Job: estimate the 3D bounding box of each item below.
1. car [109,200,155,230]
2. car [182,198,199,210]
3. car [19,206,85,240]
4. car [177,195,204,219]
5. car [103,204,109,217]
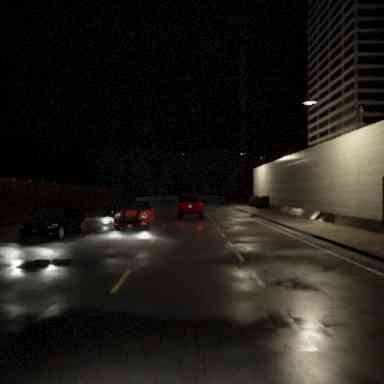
[{"bbox_3d":[-3.634,1.397,21.603,2.097,1.767,4.553,0,0,0],"label":"car"},{"bbox_3d":[-0.224,1.583,45.033,2.128,1.511,4.902,0,0,0],"label":"car"},{"bbox_3d":[-7.198,1.521,17.626,1.882,1.535,5.008,0,0,0],"label":"car"},{"bbox_3d":[-0.109,1.279,29.479,2.150,2.045,5.566,0,-1,1],"label":"car"},{"bbox_3d":[-7.206,1.637,32.215,1.994,1.385,4.181,0,0,0],"label":"car"}]
